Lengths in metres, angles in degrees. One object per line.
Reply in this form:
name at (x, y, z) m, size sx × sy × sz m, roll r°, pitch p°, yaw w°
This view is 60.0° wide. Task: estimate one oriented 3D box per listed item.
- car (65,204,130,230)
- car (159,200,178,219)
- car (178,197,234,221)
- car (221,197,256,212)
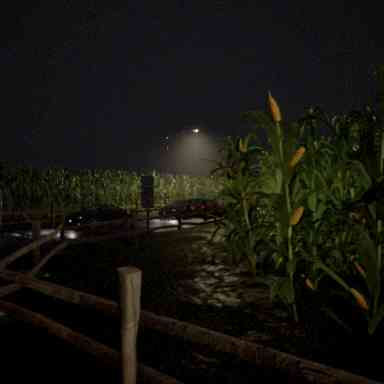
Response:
car at (-5.788, 1.457, 20.590) m, size 1.994 × 1.385 × 4.181 m, roll 0°, pitch 1°, yaw 35°
car at (-0.774, 1.363, 27.598) m, size 1.812 × 1.442 × 4.674 m, roll 0°, pitch 1°, yaw 35°
car at (1.307, 1.210, 25.443) m, size 2.097 × 1.767 × 4.553 m, roll 0°, pitch 1°, yaw 36°
car at (5.024, 1.338, 35.701) m, size 1.994 × 1.385 × 4.181 m, roll 0°, pitch 1°, yaw 36°
